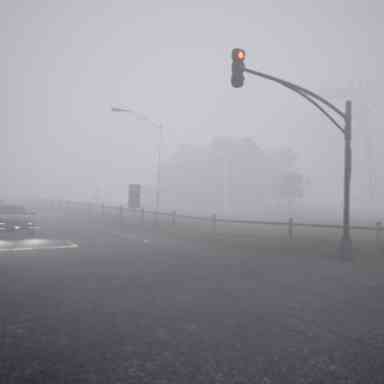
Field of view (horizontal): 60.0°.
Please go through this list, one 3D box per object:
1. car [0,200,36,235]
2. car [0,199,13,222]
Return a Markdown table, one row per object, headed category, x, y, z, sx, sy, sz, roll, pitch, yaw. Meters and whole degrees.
| category | x | y | z | sx | sy | sz | roll | pitch | yaw |
| --- | --- | --- | --- | --- | --- | --- | --- | --- | --- |
| car | -9.645 | 1.409 | 17.691 | 1.837 | 1.490 | 4.892 | 3 | -1 | -35 |
| car | -15.046 | 1.307 | 25.279 | 1.882 | 1.535 | 5.008 | 3 | -1 | -35 |
